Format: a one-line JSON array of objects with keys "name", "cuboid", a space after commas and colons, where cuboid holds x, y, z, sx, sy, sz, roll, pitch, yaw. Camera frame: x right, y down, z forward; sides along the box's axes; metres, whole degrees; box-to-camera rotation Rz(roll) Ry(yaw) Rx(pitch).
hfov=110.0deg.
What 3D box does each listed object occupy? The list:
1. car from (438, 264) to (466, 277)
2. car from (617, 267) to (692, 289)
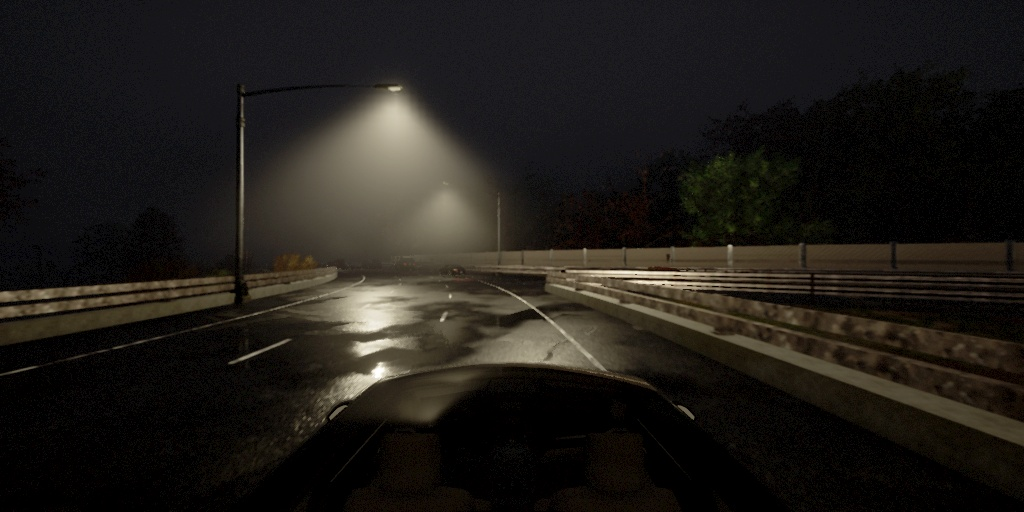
[{"name": "car", "cuboid": [-7.003, 1.678, 42.215, 1.812, 1.442, 4.674, 0, -1, -35]}, {"name": "car", "cuboid": [9.391, 1.441, 23.951, 4.674, 1.442, 1.812, -1, -1, 36]}]
